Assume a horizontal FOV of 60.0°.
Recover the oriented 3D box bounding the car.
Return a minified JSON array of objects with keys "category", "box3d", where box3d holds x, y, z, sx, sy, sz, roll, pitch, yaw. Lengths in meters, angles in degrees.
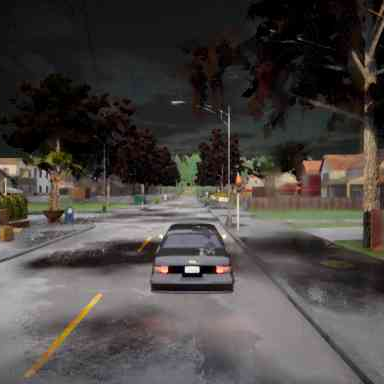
[{"category":"car","box3d":[0.016,1.546,8.935,2.033,1.411,5.357,0,0,0]}]
